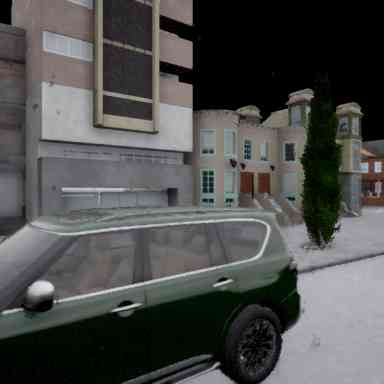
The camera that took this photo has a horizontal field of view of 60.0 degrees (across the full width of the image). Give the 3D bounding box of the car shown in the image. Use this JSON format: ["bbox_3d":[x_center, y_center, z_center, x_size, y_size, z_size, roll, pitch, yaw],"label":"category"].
[{"bbox_3d":[-1.091,1.221,3.830,5.566,2.045,2.150,0,0,-36],"label":"car"}]
